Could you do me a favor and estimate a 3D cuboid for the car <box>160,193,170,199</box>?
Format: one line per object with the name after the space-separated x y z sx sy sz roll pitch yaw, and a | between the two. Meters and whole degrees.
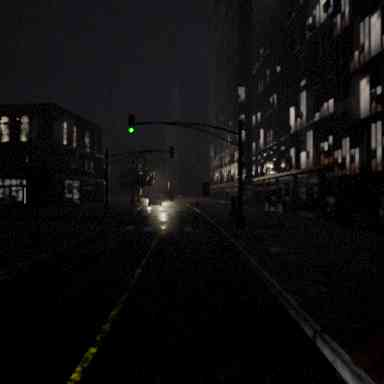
-6.499 0.989 79.542 1.812 1.442 4.674 0 0 -10 | car

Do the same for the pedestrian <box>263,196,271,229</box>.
4.124 1.071 18.154 0.375 1.860 0.375 1 -1 -2 | pedestrian

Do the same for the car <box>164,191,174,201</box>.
-4.940 0.901 69.276 2.150 2.045 5.566 0 0 -9 | car

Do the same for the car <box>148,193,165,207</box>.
-5.149 1.264 46.807 1.882 1.535 5.008 0 0 -5 | car

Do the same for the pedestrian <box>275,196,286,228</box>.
5.031 1.079 18.788 0.375 1.860 0.375 1 -1 -2 | pedestrian

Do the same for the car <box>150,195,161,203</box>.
-6.877 1.311 62.707 1.895 1.301 4.718 0 0 -7 | car

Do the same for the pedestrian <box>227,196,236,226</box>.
2.396 1.060 19.291 0.375 1.860 0.375 1 -1 -2 | pedestrian
